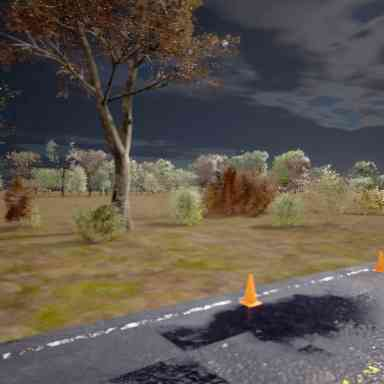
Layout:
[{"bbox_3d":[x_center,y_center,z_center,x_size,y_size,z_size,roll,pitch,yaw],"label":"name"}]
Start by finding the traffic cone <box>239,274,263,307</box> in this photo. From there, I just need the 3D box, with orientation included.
[{"bbox_3d":[1.194,1.960,6.744,0.340,0.580,0.340,0,0,-34],"label":"traffic cone"}]

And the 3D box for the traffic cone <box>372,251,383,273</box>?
[{"bbox_3d":[5.418,1.978,9.532,0.340,0.580,0.340,0,0,-33],"label":"traffic cone"}]
